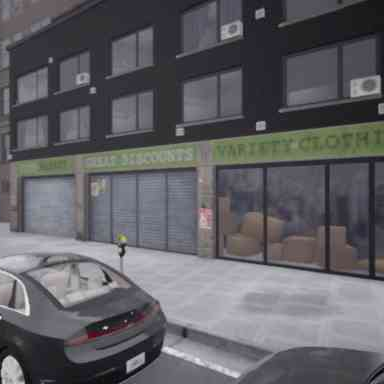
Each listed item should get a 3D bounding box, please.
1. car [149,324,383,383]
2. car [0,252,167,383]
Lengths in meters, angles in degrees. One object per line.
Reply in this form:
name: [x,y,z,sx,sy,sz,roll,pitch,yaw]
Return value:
car: [2.130,1.549,1.561,4.403,1.369,2.008,0,0,36]
car: [-2.367,1.559,4.770,4.403,1.369,2.008,0,0,36]
